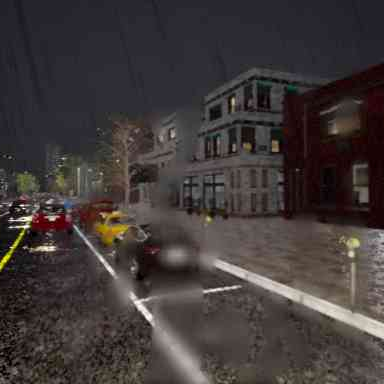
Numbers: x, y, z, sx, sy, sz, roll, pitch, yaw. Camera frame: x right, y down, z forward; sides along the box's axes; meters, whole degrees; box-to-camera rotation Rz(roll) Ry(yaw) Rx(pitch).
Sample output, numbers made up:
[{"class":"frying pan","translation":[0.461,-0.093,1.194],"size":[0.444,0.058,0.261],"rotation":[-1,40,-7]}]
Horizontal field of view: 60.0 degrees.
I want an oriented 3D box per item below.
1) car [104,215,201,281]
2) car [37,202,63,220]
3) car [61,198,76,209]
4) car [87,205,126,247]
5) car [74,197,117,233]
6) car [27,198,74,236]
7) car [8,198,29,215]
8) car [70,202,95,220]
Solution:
[{"class":"car","translation":[-1.199,1.579,9.978],"size":[1.947,1.339,4.313],"rotation":[-1,0,-23]},{"class":"car","translation":[-13.481,1.694,31.647],"size":[2.033,1.411,5.357],"rotation":[-1,0,-23]},{"class":"car","translation":[-18.939,1.730,50.851],"size":[1.752,1.417,4.829],"rotation":[-1,0,-23]},{"class":"car","translation":[-3.475,1.563,15.223],"size":[1.752,1.417,4.829],"rotation":[-1,0,-23]},{"class":"car","translation":[-5.622,1.376,20.157],"size":[2.192,1.841,5.009],"rotation":[-1,0,-23]},{"class":"car","translation":[-8.115,1.441,19.318],"size":[2.097,1.767,4.553],"rotation":[-1,0,-23]},{"class":"car","translation":[-19.203,1.714,37.173],"size":[1.837,1.490,4.892],"rotation":[-1,0,-23]},{"class":"car","translation":[-10.035,1.691,30.337],"size":[1.802,1.307,4.206],"rotation":[-1,0,-23]}]
